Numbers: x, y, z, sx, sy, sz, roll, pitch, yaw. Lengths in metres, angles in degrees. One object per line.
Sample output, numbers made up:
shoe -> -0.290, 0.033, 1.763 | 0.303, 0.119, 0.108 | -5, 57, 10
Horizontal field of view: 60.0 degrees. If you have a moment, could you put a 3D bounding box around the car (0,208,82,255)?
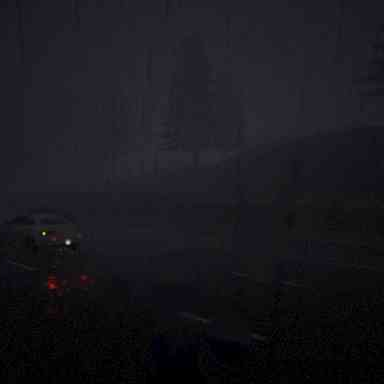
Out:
car -> -6.291, 1.566, 13.454 | 4.674, 1.442, 1.812 | 0, -1, 38

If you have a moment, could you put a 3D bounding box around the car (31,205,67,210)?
car -> -8.980, 1.569, 20.198 | 4.892, 1.490, 1.837 | 0, 0, 40
